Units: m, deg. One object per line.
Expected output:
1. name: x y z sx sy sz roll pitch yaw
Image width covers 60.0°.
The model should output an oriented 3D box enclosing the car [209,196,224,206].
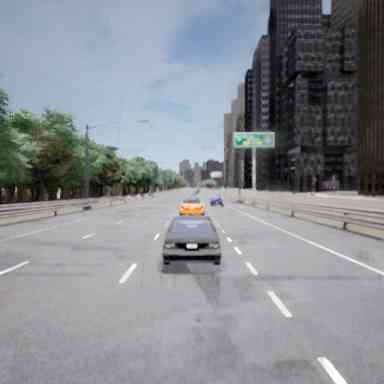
1. car: 3.771 1.395 51.767 1.812 1.442 4.674 0 0 0

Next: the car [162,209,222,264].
1. car: -0.003 1.535 11.697 2.033 1.411 5.357 0 0 0

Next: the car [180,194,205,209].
1. car: 0.031 1.304 29.340 2.097 1.767 4.553 0 0 0
